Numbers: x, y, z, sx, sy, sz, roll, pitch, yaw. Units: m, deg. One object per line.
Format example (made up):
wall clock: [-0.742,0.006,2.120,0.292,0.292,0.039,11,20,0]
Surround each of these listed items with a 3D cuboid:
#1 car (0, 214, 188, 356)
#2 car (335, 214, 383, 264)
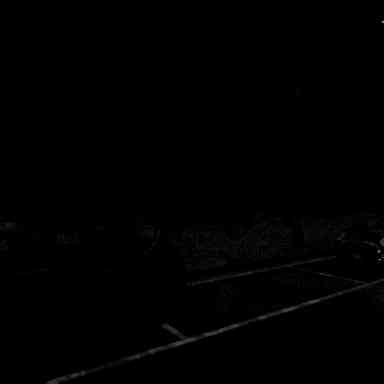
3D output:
car: [-2.387,1.318,4.945,5.009,1.841,2.192,0,0,-36]
car: [6.742,1.497,11.467,4.097,1.590,1.967,0,0,-36]
